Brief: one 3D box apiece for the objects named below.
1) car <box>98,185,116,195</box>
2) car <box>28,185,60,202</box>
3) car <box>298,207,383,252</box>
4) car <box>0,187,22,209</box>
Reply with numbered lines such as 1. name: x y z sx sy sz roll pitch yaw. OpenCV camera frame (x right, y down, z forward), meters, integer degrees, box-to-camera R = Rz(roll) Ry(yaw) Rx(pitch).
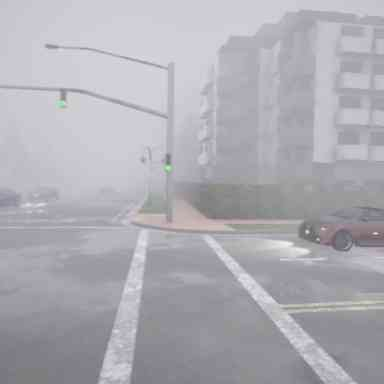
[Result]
1. car: -12.379 -0.332 48.522 1.994 1.385 4.181 1 2 -6
2. car: -14.570 0.105 32.969 2.128 1.511 4.902 1 2 -5
3. car: 5.991 1.230 11.815 4.181 1.385 1.994 1 2 -7
4. car: -13.622 0.449 23.116 1.882 1.535 5.008 1 2 -5
